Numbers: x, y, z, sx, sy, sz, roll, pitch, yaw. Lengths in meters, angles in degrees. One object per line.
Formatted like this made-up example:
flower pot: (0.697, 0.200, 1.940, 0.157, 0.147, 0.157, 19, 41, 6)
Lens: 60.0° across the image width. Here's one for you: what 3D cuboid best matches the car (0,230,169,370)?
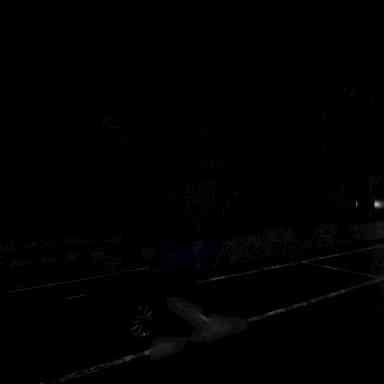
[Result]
car: (-2.455, 1.440, 4.784, 4.097, 1.590, 1.967, 0, 0, -35)
